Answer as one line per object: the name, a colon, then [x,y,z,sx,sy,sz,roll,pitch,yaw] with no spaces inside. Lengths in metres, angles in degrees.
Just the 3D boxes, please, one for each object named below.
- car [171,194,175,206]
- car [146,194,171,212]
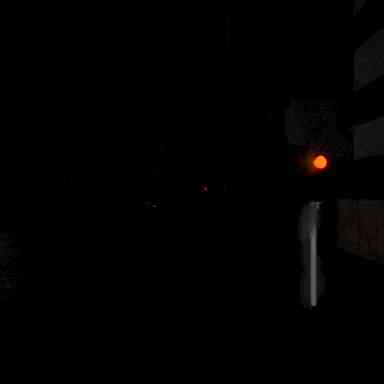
car: [-4.082,1.548,55.721,2.033,1.411,5.357,0,0,0]
car: [-4.138,1.221,39.674,2.150,2.045,5.566,0,0,0]
